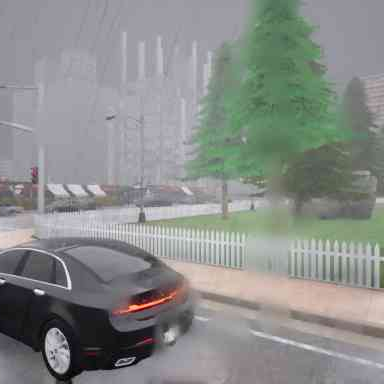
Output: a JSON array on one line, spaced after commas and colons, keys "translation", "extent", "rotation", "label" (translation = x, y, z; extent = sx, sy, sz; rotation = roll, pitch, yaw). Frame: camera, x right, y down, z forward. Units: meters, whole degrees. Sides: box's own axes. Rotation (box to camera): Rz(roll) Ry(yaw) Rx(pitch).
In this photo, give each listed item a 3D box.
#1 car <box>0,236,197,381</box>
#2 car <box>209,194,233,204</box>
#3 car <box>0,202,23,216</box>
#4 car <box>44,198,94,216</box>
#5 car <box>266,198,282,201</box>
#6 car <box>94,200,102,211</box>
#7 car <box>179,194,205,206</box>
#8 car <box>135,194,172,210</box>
[{"translation": [-2.211, 1.505, 5.505], "extent": [4.892, 1.490, 1.837], "rotation": [0, 0, 36], "label": "car"}, {"translation": [5.463, 1.372, 58.507], "extent": [2.097, 1.767, 4.553], "rotation": [0, 0, 34], "label": "car"}, {"translation": [-18.050, 1.601, 30.077], "extent": [1.895, 1.301, 4.718], "rotation": [0, 0, 36], "label": "car"}, {"translation": [-12.355, 1.491, 32.161], "extent": [2.128, 1.511, 4.902], "rotation": [0, 0, 34], "label": "car"}, {"translation": [14.919, 1.564, 59.852], "extent": [1.994, 1.385, 4.181], "rotation": [0, 0, 34], "label": "car"}, {"translation": [-12.622, 1.478, 38.038], "extent": [1.882, 1.535, 5.008], "rotation": [0, 0, 34], "label": "car"}, {"translation": [-0.051, 1.548, 56.650], "extent": [2.033, 1.411, 5.357], "rotation": [0, 0, 34], "label": "car"}, {"translation": [-4.945, 1.222, 43.187], "extent": [2.150, 2.045, 5.566], "rotation": [0, 0, 34], "label": "car"}]
